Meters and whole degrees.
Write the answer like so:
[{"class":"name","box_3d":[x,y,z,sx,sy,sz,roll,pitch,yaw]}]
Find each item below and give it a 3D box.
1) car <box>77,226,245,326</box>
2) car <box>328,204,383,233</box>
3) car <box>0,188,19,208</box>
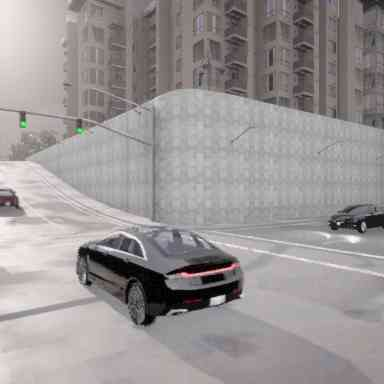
[{"class":"car","box_3d":[-1.007,1.493,7.220,2.128,1.511,4.902,0,0,-36]},{"class":"car","box_3d":[10.067,1.505,19.786,4.892,1.490,1.837,0,0,-36]},{"class":"car","box_3d":[-15.341,0.415,27.150,1.812,1.442,4.674,0,8,-36]}]
